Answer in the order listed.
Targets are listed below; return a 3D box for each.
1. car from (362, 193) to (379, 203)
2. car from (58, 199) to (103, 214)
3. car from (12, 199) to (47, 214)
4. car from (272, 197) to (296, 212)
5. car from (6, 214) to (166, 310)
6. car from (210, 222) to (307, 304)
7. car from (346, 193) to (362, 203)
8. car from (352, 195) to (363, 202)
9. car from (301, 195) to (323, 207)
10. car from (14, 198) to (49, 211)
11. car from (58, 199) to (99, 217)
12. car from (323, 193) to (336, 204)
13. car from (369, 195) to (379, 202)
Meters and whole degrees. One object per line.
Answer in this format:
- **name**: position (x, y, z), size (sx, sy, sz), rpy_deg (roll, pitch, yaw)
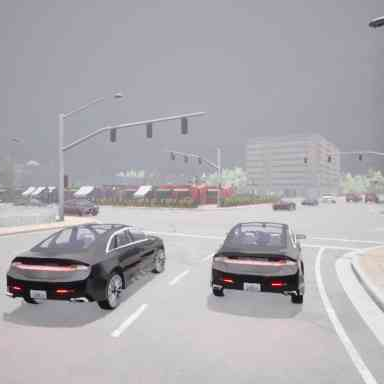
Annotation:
- **car**: position (36.783, 1.225, 68.284), size (2.150, 2.045, 5.566), rpy_deg (0, 0, 32)
- **car**: position (-12.635, 1.547, 37.527), size (4.902, 1.511, 2.128), rpy_deg (0, 0, 32)
- **car**: position (-18.187, 1.619, 36.866), size (4.181, 1.385, 1.994), rpy_deg (0, 0, 32)
- **car**: position (11.031, 1.603, 39.649), size (1.895, 1.301, 4.718), rpy_deg (0, 0, 29)
- **car**: position (-2.053, 1.492, 7.909), size (2.128, 1.511, 4.902), rpy_deg (0, 0, 12)
- **car**: position (1.764, 1.492, 8.294), size (2.128, 1.511, 4.902), rpy_deg (0, 0, 16)
- **car**: position (33.993, 1.225, 70.429), size (2.150, 2.045, 5.566), rpy_deg (0, 0, 32)
- **car**: position (39.554, 1.540, 79.492), size (2.033, 1.411, 5.357), rpy_deg (0, 0, 32)
- **car**: position (18.546, 1.547, 52.121), size (2.033, 1.411, 5.357), rpy_deg (0, 0, 32)
- **car**: position (-20.445, 1.581, 42.404), size (4.674, 1.442, 1.812), rpy_deg (0, 0, 32)
- **car**: position (-11.065, 1.619, 32.404), size (4.181, 1.385, 1.994), rpy_deg (0, 0, 32)
- **car**: position (26.873, 1.225, 65.518), size (2.150, 2.045, 5.566), rpy_deg (0, 0, 32)
- **car**: position (42.319, 1.524, 77.306), size (1.812, 1.442, 4.674), rpy_deg (0, 0, 32)
